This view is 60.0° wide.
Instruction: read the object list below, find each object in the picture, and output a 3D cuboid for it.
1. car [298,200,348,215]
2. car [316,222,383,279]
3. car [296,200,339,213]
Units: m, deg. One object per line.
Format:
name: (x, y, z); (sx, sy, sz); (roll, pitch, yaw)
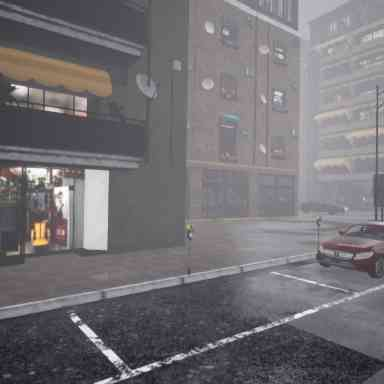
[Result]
car: (13.434, 1.543, 34.014); (2.128, 1.511, 4.902); (2, -1, -36)
car: (5.543, 1.588, 10.100); (4.206, 1.307, 1.802); (0, 1, -36)
car: (15.272, 1.707, 40.731); (1.752, 1.417, 4.829); (1, -1, -36)
